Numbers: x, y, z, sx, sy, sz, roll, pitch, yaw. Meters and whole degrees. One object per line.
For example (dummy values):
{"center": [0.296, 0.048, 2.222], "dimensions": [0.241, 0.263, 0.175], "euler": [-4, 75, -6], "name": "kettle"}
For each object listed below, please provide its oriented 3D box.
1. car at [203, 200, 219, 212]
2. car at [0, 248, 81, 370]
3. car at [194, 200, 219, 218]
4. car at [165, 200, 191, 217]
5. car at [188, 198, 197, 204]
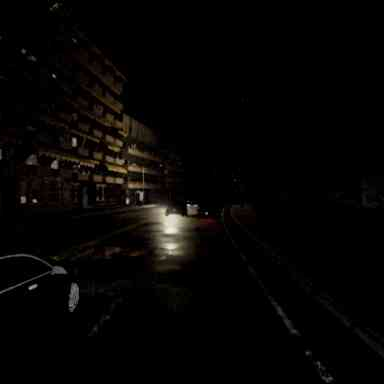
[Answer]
{"center": [2.709, 1.898, 46.107], "dimensions": [1.994, 1.385, 4.181], "euler": [0, 0, 7], "name": "car"}
{"center": [-3.079, 1.530, 4.580], "dimensions": [1.837, 1.490, 4.892], "euler": [0, 0, 1], "name": "car"}
{"center": [1.519, 1.727, 33.042], "dimensions": [1.837, 1.490, 4.892], "euler": [0, 0, 5], "name": "car"}
{"center": [-1.583, 1.795, 34.787], "dimensions": [1.994, 1.385, 4.181], "euler": [0, 0, 4], "name": "car"}
{"center": [0.219, 2.040, 74.416], "dimensions": [1.837, 1.490, 4.892], "euler": [0, -1, 10], "name": "car"}
